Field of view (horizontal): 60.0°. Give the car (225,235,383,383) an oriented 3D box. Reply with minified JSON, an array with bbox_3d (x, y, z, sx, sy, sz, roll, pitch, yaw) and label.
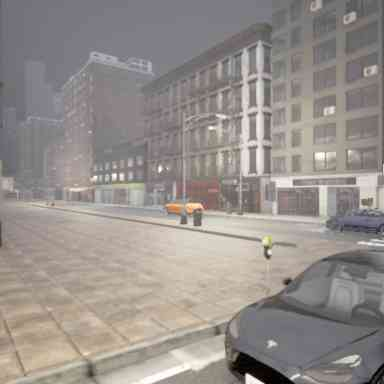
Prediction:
[{"bbox_3d":[2.427,1.564,4.545,4.313,1.339,1.947,0,0,-36],"label":"car"}]

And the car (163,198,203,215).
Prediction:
[{"bbox_3d":[-0.943,1.406,32.609,2.097,1.767,4.553,0,0,-36],"label":"car"}]

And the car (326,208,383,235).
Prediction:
[{"bbox_3d":[9.494,1.569,17.976,1.994,1.385,4.181,0,0,-35],"label":"car"}]
